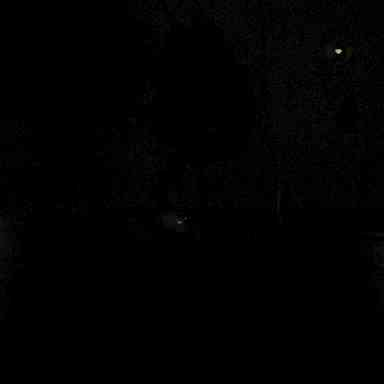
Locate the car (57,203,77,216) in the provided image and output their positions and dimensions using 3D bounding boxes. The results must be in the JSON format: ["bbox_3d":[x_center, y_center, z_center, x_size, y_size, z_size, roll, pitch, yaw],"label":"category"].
[{"bbox_3d":[-16.303,2.247,43.447,1.837,1.490,4.892,0,-2,-35],"label":"car"}]

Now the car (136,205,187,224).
[{"bbox_3d":[-2.777,1.897,29.110,2.033,1.411,5.357,0,-1,-35],"label":"car"}]

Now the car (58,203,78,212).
[{"bbox_3d":[-20.232,2.528,54.052,1.994,1.385,4.181,0,-1,-35],"label":"car"}]

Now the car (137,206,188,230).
[{"bbox_3d":[-2.140,1.749,23.057,2.128,1.511,4.902,0,-1,-35],"label":"car"}]
